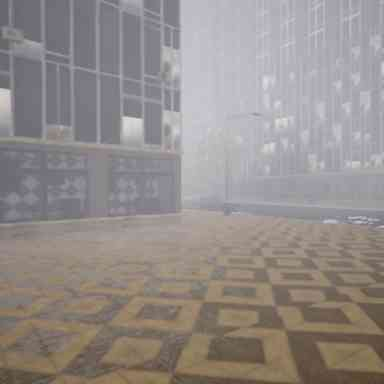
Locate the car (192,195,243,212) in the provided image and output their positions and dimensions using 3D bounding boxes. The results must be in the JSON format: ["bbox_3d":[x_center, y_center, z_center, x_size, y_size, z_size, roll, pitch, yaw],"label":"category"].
[{"bbox_3d":[2.231,0.991,30.977,2.033,1.411,5.357,-1,1,-38],"label":"car"}]
